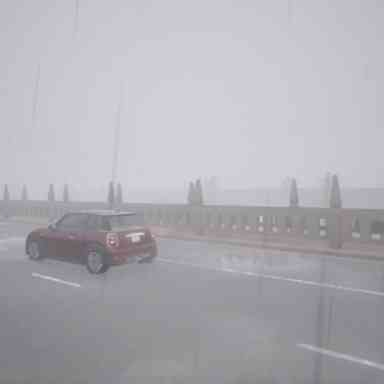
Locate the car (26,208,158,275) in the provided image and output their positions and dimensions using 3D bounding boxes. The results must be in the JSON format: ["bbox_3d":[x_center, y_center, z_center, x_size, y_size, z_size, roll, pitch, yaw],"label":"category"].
[{"bbox_3d":[-3.328,1.351,10.668,4.553,1.767,2.097,0,0,36],"label":"car"}]
